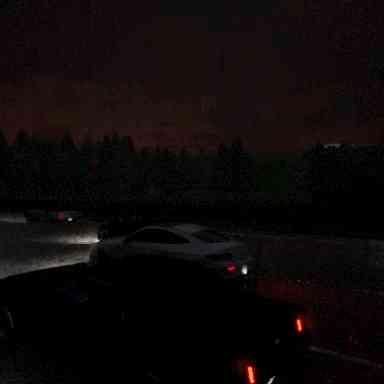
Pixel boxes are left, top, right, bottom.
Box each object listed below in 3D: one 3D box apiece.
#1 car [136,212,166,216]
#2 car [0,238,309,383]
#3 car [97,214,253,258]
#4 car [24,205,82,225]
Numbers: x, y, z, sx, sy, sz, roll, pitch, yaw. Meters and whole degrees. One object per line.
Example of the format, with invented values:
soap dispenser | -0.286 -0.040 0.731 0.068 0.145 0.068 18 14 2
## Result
car | -2.089 1.562 14.079 4.181 1.385 1.994 0 0 36
car | -0.993 1.600 4.700 4.718 1.301 1.895 0 0 35
car | -0.696 1.525 8.785 4.674 1.442 1.812 0 0 35
car | -10.179 1.598 24.149 4.718 1.301 1.895 0 0 35
